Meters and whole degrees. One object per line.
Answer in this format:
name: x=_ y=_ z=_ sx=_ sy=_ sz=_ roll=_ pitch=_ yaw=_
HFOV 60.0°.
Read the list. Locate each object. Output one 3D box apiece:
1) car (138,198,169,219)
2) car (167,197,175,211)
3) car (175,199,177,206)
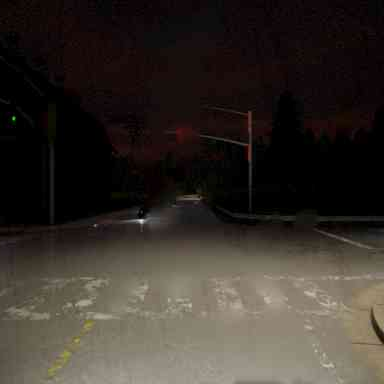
car: x=-3.542 y=1.547 z=29.874 sx=2.033 sy=1.411 sz=5.357 roll=0 pitch=0 yaw=0
car: x=-3.518 y=1.505 z=41.704 sx=1.837 sy=1.490 sz=4.892 roll=0 pitch=0 yaw=0
car: x=-3.471 y=1.526 z=55.199 sx=1.812 sy=1.442 sz=4.674 roll=0 pitch=0 yaw=0
